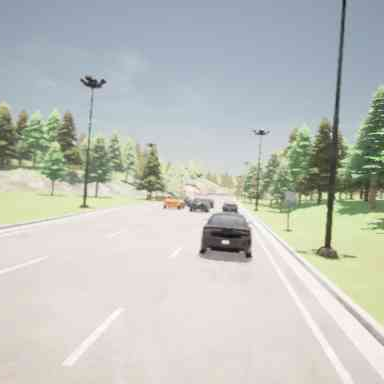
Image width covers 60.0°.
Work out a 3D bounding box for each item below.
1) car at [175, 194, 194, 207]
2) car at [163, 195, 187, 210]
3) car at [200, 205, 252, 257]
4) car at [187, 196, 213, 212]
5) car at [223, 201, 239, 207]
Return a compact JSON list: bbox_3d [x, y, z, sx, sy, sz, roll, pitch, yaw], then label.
[{"bbox_3d":[-1.109,1.331,51.917,2.097,1.767,4.553,4,0,7],"label":"car"},{"bbox_3d":[-2.198,1.247,42.510,2.097,1.767,4.553,4,0,7],"label":"car"},{"bbox_3d":[1.470,1.593,13.844,1.882,1.535,5.008,4,0,7],"label":"car"},{"bbox_3d":[1.000,1.464,39.803,2.097,1.767,4.553,4,0,7],"label":"car"},{"bbox_3d":[4.632,1.856,40.447,2.128,1.511,4.902,4,0,7],"label":"car"}]
